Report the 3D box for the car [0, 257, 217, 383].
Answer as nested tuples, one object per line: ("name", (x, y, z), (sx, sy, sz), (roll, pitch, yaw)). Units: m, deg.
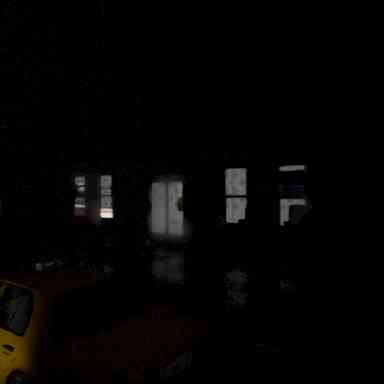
("car", (-2.020, 1.534, 4.319), (4.829, 1.417, 1.752), (0, 0, 35))
